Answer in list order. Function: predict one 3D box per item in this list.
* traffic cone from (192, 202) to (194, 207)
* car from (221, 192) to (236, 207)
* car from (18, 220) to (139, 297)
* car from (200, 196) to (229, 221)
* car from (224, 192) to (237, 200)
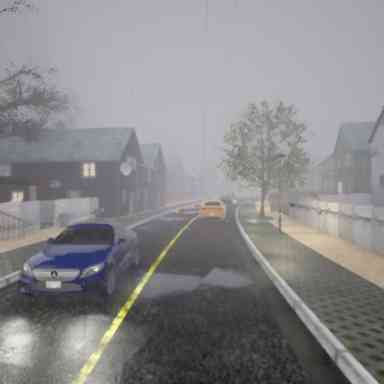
[{"bbox_3d":[0.187,1.634,42.955,0.340,0.580,0.340,0,1,10],"label":"traffic cone"},{"bbox_3d":[4.350,1.166,43.340,2.128,1.511,4.902,0,1,11],"label":"car"},{"bbox_3d":[-2.583,1.509,8.694,1.812,1.442,4.674,0,0,2],"label":"car"},{"bbox_3d":[1.681,1.356,25.809,1.882,1.535,5.008,0,1,6],"label":"car"},{"bbox_3d":[7.706,0.814,65.940,2.128,1.511,4.902,0,1,11],"label":"car"}]
